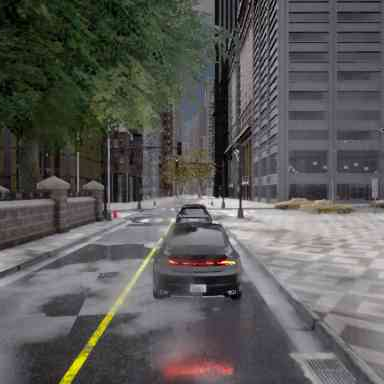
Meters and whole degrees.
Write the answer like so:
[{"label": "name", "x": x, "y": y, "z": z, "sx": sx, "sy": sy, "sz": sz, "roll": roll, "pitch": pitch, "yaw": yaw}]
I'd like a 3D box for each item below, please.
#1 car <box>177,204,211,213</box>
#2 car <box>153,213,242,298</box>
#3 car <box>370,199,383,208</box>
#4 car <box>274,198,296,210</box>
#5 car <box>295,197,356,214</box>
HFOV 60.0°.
[{"label": "car", "x": 0.101, "y": 1.441, "z": 18.601, "sx": 2.033, "sy": 1.649, "sz": 4.856, "roll": 0, "pitch": 0, "yaw": 1}, {"label": "car", "x": 0.114, "y": 1.508, "z": 8.471, "sx": 1.837, "sy": 1.490, "sz": 4.892, "roll": 0, "pitch": 0, "yaw": 0}, {"label": "car", "x": 23.452, "y": 1.146, "z": 38.988, "sx": 4.829, "sy": 1.417, "sz": 1.752, "roll": -1, "pitch": 1, "yaw": 0}, {"label": "car", "x": 12.111, "y": 1.330, "z": 39.054, "sx": 4.829, "sy": 1.417, "sz": 1.752, "roll": -1, "pitch": 1, "yaw": 0}, {"label": "car", "x": 12.411, "y": 1.343, "z": 30.527, "sx": 4.829, "sy": 1.417, "sz": 1.752, "roll": -1, "pitch": 1, "yaw": 0}]
